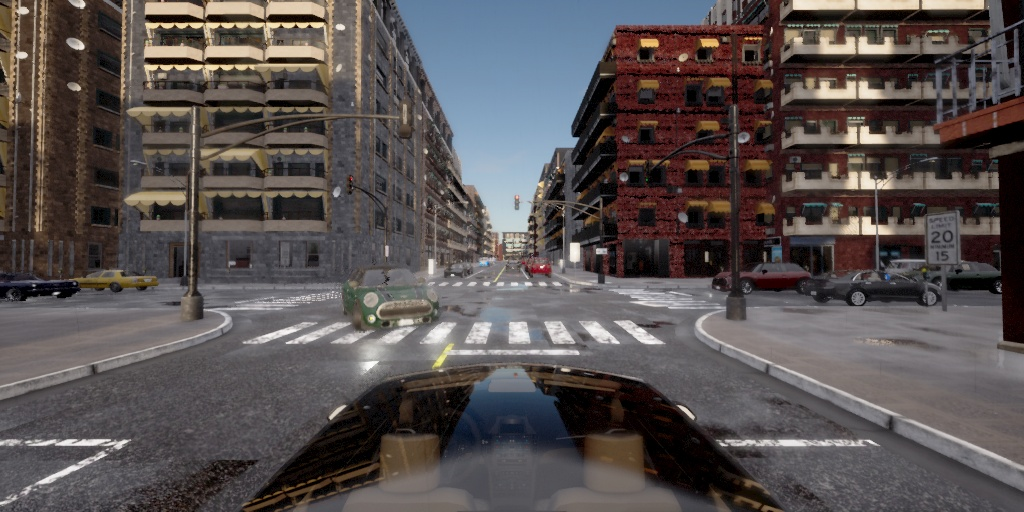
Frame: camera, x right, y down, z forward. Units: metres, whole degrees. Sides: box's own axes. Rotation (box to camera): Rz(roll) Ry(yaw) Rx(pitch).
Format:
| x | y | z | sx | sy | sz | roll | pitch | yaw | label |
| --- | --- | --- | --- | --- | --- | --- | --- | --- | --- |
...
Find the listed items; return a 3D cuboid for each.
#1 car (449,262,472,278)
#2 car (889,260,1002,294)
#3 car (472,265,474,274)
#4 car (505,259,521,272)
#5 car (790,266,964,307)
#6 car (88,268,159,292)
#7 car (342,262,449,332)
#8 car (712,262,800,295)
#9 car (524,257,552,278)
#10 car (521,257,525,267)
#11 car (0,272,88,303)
| x | y | z | sx | sy | sz | roll | pitch | yaw | label |
| --- | --- | --- | --- | --- | --- | --- | --- | --- | --- |
| -5.277 | 1.329 | 34.017 | 1.948 | 1.339 | 4.313 | 0 | 0 | 0 | car |
| 23.085 | 1.079 | 19.145 | 4.553 | 1.767 | 2.097 | 0 | -1 | 0 | car |
| -5.271 | 1.332 | 39.578 | 1.948 | 1.339 | 4.313 | 0 | 0 | 0 | car |
| 0.150 | 1.266 | 46.877 | 2.128 | 1.511 | 4.902 | 0 | 0 | 0 | car |
| 13.759 | 1.186 | 13.747 | 4.403 | 1.370 | 2.007 | 0 | 0 | 0 | car |
| -24.420 | 1.436 | 21.762 | 4.829 | 1.417 | 1.751 | 0 | 0 | 0 | car |
| -3.851 | 1.084 | 11.009 | 2.097 | 1.767 | 4.553 | -1 | 1 | -32 | car |
| 13.236 | 1.102 | 19.159 | 4.553 | 1.767 | 2.097 | 0 | -1 | -1 | car |
| 2.604 | 1.078 | 34.053 | 2.192 | 1.841 | 5.009 | 0 | 0 | 0 | car |
| 2.617 | 1.087 | 45.176 | 2.192 | 1.841 | 5.009 | 0 | 0 | 0 | car |
| -22.970 | 1.394 | 16.356 | 4.718 | 1.301 | 1.895 | 0 | -1 | 0 | car |
